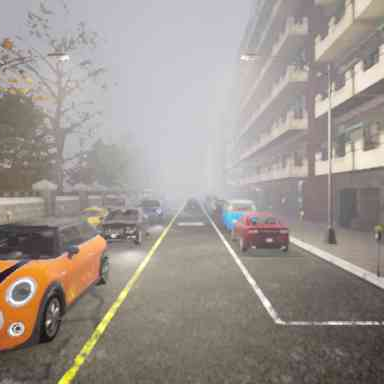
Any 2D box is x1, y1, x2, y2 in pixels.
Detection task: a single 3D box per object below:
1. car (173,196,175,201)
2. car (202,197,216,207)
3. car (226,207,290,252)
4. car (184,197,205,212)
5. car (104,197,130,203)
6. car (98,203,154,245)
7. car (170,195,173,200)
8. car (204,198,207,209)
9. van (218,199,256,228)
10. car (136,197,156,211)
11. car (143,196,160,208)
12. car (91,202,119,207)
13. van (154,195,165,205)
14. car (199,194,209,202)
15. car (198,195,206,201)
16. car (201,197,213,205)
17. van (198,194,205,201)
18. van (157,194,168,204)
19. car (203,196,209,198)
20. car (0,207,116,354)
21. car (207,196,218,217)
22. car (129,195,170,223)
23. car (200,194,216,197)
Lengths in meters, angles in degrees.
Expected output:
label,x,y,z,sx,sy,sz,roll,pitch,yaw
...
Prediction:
label,x,y,z,sx,sy,sz,roll,pitch,yaw
car,-5.712,1.610,92.426,1.752,1.417,4.829,0,0,0
car,2.678,1.568,53.187,2.008,1.369,4.403,0,0,0
car,2.689,1.542,13.775,1.887,1.381,4.507,0,0,0
car,0.093,1.569,38.496,1.994,1.385,4.181,0,0,0
car,-5.694,1.314,25.034,2.192,1.841,5.009,0,0,0
car,-3.102,1.502,15.596,1.837,1.490,4.892,0,0,0
car,-5.706,1.591,70.074,2.008,1.369,4.403,0,0,0
car,2.682,1.555,36.296,2.008,1.369,4.403,0,0,0
van,2.688,1.338,19.406,1.690,1.788,3.998,0,0,0
car,-5.699,1.448,41.925,1.967,1.590,4.097,0,0,0
car,-5.700,1.452,47.554,1.967,1.590,4.097,0,0,0
car,-5.692,1.523,19.234,1.752,1.417,4.829,0,0,0
van,-5.703,1.365,58.815,1.690,1.788,3.998,0,0,0
car,2.672,1.366,75.707,2.192,1.841,5.009,0,0,0
car,2.669,1.514,86.967,1.967,1.590,4.097,0,0,0
car,2.676,1.568,58.817,1.887,1.381,4.507,0,0,0
van,2.668,1.426,92.598,1.690,1.788,3.998,0,0,0
van,-5.704,1.372,64.444,1.690,1.788,3.998,0,0,0
car,2.681,1.552,41.926,1.887,1.381,4.507,0,0,0
car,-3.102,1.350,6.398,2.097,1.767,4.553,0,0,0
car,2.685,1.441,30.666,1.967,1.590,4.097,0,0,0
car,-3.100,1.351,25.229,2.097,1.767,4.553,0,0,0
car,2.681,1.327,47.556,2.192,1.841,5.009,0,0,0
